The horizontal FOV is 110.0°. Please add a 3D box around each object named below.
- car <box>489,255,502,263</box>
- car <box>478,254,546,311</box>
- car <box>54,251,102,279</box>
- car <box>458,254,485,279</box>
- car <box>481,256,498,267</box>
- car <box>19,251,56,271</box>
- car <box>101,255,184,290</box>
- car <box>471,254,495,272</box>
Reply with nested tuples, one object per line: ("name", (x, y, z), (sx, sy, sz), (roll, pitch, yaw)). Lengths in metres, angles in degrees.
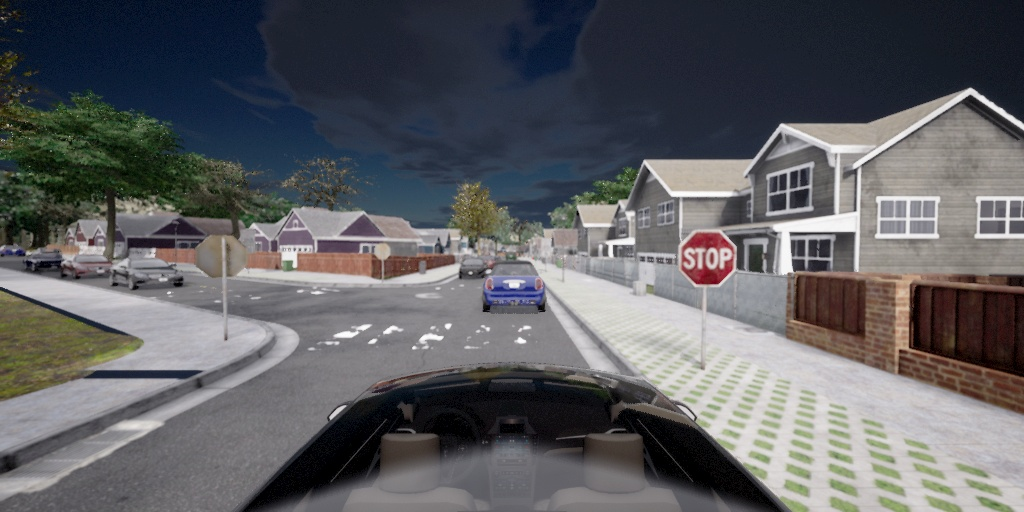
("car", (-2.916, 0.541, 63.675), (2.033, 1.411, 5.357), (0, 1, 0))
("car", (0.068, 0.936, 13.568), (2.097, 1.767, 4.553), (0, 1, 0))
("car", (-27.015, 0.615, 22.895), (4.674, 1.442, 1.812), (1, 2, 29))
("car", (-2.916, 0.881, 27.617), (1.882, 1.535, 5.008), (0, 1, 0))
("car", (-2.964, 0.708, 48.015), (2.033, 1.411, 5.357), (0, 1, 0))
("car", (-36.653, 0.468, 28.327), (4.718, 1.301, 1.895), (1, 2, 30))
("car", (-18.491, 0.811, 18.073), (4.674, 1.442, 1.812), (1, 2, 29))
("car", (-2.942, 0.636, 37.411), (2.097, 1.767, 4.553), (0, 1, 0))
